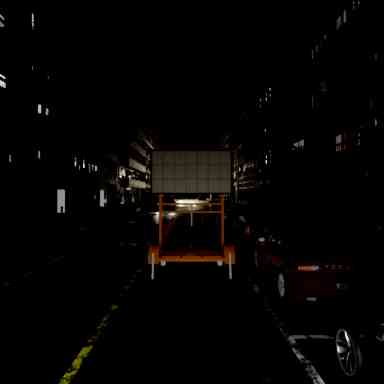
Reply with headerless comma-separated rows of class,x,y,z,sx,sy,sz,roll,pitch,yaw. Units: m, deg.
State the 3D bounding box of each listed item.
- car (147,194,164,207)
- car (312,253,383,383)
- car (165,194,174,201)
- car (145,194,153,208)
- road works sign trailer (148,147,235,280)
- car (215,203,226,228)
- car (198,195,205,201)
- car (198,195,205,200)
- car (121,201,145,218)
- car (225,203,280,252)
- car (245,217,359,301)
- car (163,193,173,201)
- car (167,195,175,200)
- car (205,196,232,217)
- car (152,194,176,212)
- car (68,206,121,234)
car,-5.761,1.303,53.224,2.192,1.841,5.009,0,0,0
car,2.689,1.566,2.504,1.947,1.339,4.313,0,0,0
car,-5.810,1.411,87.041,1.967,1.590,4.097,0,0,0
car,-5.755,1.430,47.588,1.967,1.590,4.097,0,0,0
road works sign trailer,-0.013,0.464,9.906,2.380,3.560,2.880,0,0,0
car,2.666,1.550,19.413,2.008,1.369,4.403,0,0,0
car,2.578,1.500,81.584,1.752,1.417,4.829,0,0,0
car,2.563,1.513,92.686,1.887,1.381,4.507,0,0,0
car,-5.731,1.522,30.507,1.752,1.417,4.829,0,0,0
car,2.674,1.440,13.777,1.967,1.590,4.097,0,0,0
car,2.682,1.545,8.140,1.887,1.381,4.507,0,0,0
car,-5.801,1.289,81.406,2.192,1.841,5.009,0,0,0
car,-5.818,1.513,92.679,1.887,1.381,4.507,0,0,0
car,2.651,1.311,30.686,2.192,1.841,5.009,0,0,0
car,-3.053,1.345,38.807,2.097,1.767,4.553,0,0,0
car,-5.715,1.565,19.404,1.947,1.339,4.313,0,0,0
